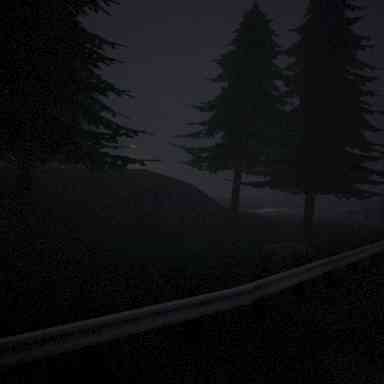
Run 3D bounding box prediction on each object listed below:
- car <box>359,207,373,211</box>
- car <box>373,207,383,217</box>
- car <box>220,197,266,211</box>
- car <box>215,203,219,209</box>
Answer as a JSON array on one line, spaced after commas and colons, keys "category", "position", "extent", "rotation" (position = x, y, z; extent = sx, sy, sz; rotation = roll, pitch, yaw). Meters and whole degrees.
[{"category": "car", "position": [22.444, 1.551, 38.650], "extent": [5.357, 1.411, 2.033], "rotation": [0, 0, 34]}, {"category": "car", "position": [18.472, 1.360, 28.668], "extent": [4.553, 1.767, 2.097], "rotation": [0, 0, 34]}, {"category": "car", "position": [6.290, 1.518, 41.082], "extent": [4.674, 1.442, 1.812], "rotation": [0, 0, 34]}, {"category": "car", "position": [6.513, 1.465, 49.373], "extent": [4.902, 1.511, 2.128], "rotation": [0, 0, 34]}]
